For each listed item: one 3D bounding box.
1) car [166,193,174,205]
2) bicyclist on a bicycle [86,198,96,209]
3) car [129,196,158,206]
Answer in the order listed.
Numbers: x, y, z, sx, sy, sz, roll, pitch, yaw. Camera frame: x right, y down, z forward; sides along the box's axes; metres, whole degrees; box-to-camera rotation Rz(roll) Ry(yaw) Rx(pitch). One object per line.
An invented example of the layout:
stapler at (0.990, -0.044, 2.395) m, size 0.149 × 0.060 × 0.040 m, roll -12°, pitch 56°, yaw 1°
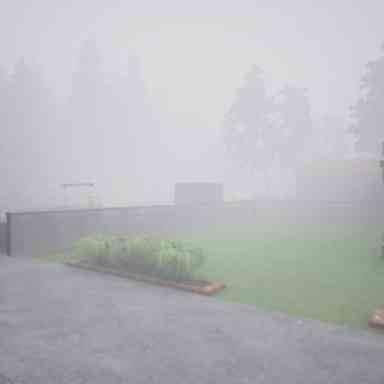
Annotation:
car at (-1.451, 1.148, 48.897) m, size 2.150 × 2.045 × 5.566 m, roll 0°, pitch 0°, yaw 36°
bicyclist on a bicycle at (-9.291, 1.286, 30.513) m, size 1.656 × 1.620 × 0.582 m, roll 0°, pitch 0°, yaw 36°
car at (-6.919, 1.422, 48.244) m, size 1.837 × 1.490 × 4.892 m, roll 0°, pitch 0°, yaw 36°
